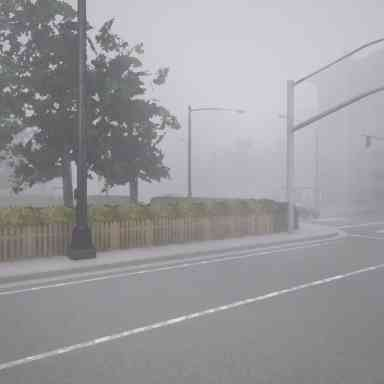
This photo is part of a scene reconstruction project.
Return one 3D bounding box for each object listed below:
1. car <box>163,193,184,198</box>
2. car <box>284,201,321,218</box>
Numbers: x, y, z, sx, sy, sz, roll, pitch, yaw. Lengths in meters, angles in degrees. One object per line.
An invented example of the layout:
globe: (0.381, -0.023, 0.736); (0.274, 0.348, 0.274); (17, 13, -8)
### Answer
car: (-2.297, 1.221, 47.257); (2.150, 2.045, 5.566); (0, 0, -35)
car: (9.406, 1.526, 30.334); (1.812, 1.442, 4.674); (0, 0, -35)
